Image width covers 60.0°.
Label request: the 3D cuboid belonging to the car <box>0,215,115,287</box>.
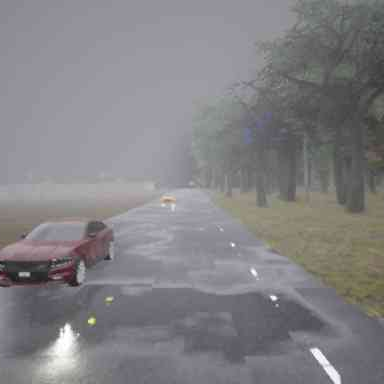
[{"bbox_3d":[-3.597,1.501,9.642,1.882,1.535,5.008,0,0,0],"label":"car"}]

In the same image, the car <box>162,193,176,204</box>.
[{"bbox_3d":[-3.559,0.908,51.160,1.882,1.535,5.008,0,1,0],"label":"car"}]
